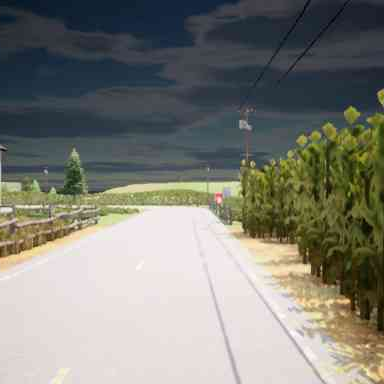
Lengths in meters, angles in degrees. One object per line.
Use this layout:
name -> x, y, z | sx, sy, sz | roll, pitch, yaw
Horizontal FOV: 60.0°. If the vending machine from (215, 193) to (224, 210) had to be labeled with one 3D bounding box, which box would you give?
vending machine -> 3.481, 1.177, 42.744 | 1.100, 2.100, 0.880 | 0, 0, -1
